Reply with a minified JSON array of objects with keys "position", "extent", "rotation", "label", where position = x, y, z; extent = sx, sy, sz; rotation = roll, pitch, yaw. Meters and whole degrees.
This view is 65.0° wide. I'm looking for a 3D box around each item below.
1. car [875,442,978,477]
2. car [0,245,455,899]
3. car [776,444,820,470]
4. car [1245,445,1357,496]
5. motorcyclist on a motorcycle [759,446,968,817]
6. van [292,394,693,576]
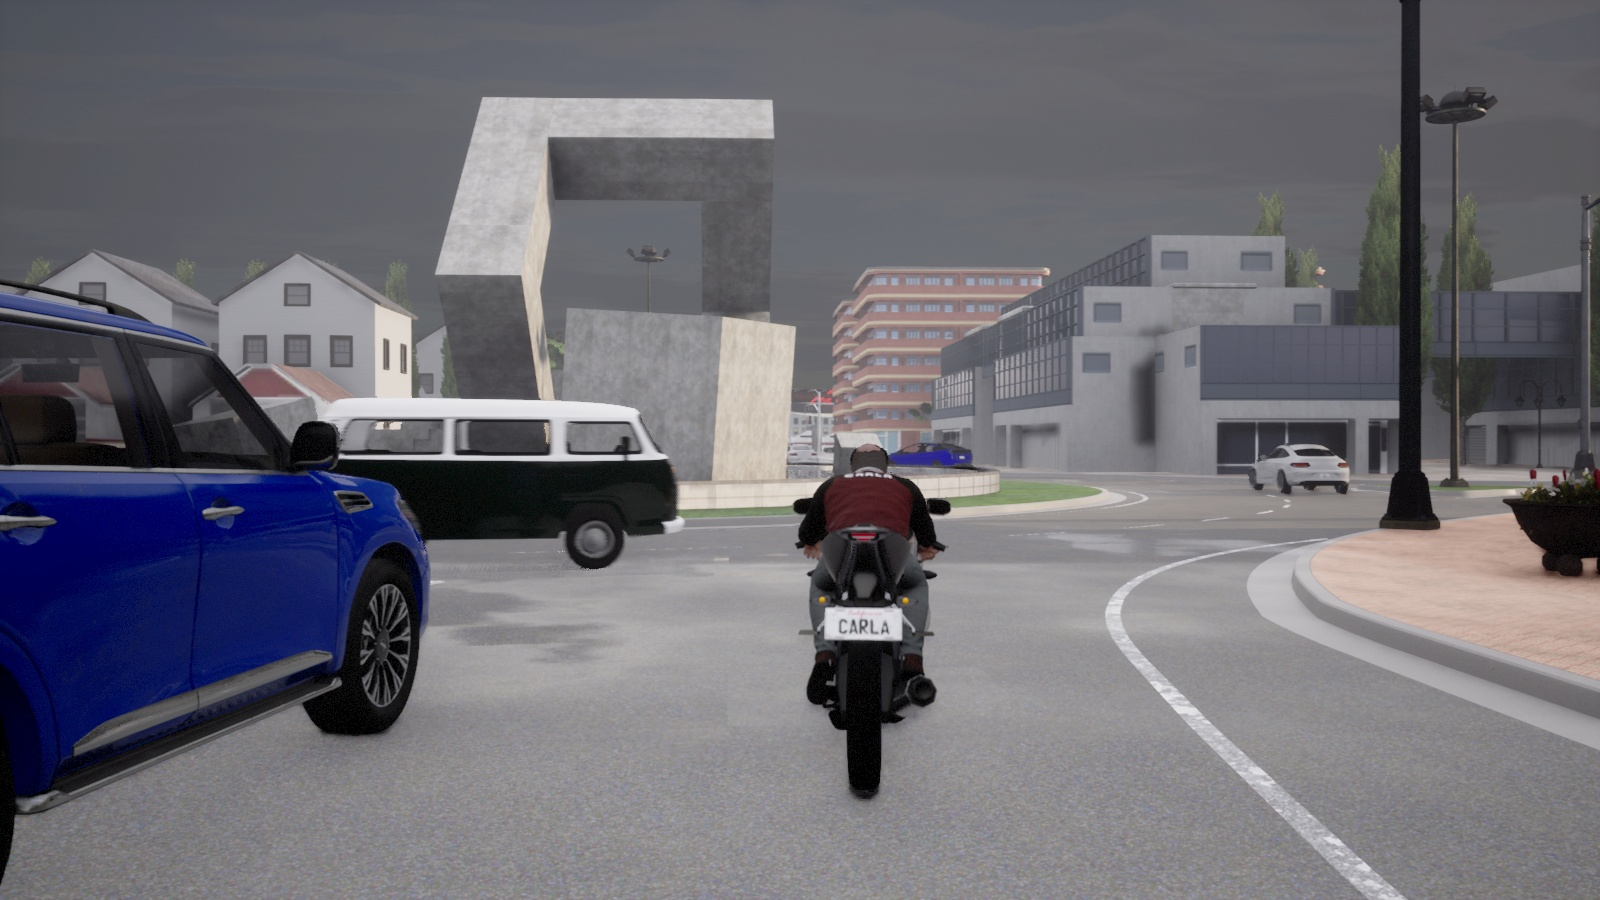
[{"position":[5.721,0.387,57.258],"extent":[2.007,1.525,4.514],"rotation":[0,0,-41],"label":"car"},{"position":[-3.274,0.437,4.763],"extent":[2.150,2.045,5.566],"rotation":[0,0,3],"label":"car"},{"position":[-0.144,0.376,72.920],"extent":[1.812,1.442,4.674],"rotation":[0,0,-10],"label":"car"},{"position":[15.039,0.578,37.959],"extent":[1.812,1.442,4.674],"rotation":[0,0,4],"label":"car"},{"position":[0.347,0.747,6.313],"extent":[0.866,1.530,2.191],"rotation":[0,0,4],"label":"motorcyclist on a motorcycle"},{"position":[-3.630,0.383,15.416],"extent":[4.480,2.038,2.069],"rotation":[0,1,-9],"label":"van"}]
